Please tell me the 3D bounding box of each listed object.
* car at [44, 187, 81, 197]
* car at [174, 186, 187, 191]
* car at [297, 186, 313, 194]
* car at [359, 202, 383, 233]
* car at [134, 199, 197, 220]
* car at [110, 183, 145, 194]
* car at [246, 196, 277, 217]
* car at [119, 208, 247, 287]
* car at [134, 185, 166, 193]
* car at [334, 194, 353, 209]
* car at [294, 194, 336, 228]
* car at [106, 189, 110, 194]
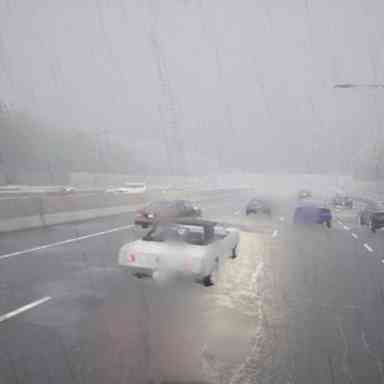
[{"bbox_3d":[-15.684,0.105,40.450,1.895,1.301,4.718,2,2,18],"label":"car"},{"bbox_3d":[-2.688,-0.831,79.659,1.994,1.385,4.181,2,2,18],"label":"car"},{"bbox_3d":[16.228,0.476,47.729,2.097,1.767,4.553,2,2,18],"label":"car"},{"bbox_3d":[10.277,1.259,17.752,1.882,1.535,5.008,2,2,18],"label":"car"},{"bbox_3d":[-1.015,1.061,16.920,2.033,1.411,5.357,2,2,18],"label":"car"},{"bbox_3d":[-7.664,-0.126,42.455,2.150,2.045,5.566,2,2,18],"label":"car"},{"bbox_3d":[5.357,1.017,25.310,1.994,1.385,4.181,2,2,18],"label":"car"},{"bbox_3d":[0.053,1.357,8.770,1.895,1.301,4.718,2,2,18],"label":"car"},{"bbox_3d":[-4.694,0.267,40.296,1.882,1.535,5.008,2,1,18],"label":"car"},{"bbox_3d":[16.233,0.929,36.170,2.128,1.511,4.902,2,2,18],"label":"car"},{"bbox_3d":[7.150,1.126,19.787,1.882,1.535,5.008,2,2,18],"label":"car"},{"bbox_3d":[-10.053,-0.161,46.393,2.097,1.767,4.553,2,2,18],"label":"car"}]
